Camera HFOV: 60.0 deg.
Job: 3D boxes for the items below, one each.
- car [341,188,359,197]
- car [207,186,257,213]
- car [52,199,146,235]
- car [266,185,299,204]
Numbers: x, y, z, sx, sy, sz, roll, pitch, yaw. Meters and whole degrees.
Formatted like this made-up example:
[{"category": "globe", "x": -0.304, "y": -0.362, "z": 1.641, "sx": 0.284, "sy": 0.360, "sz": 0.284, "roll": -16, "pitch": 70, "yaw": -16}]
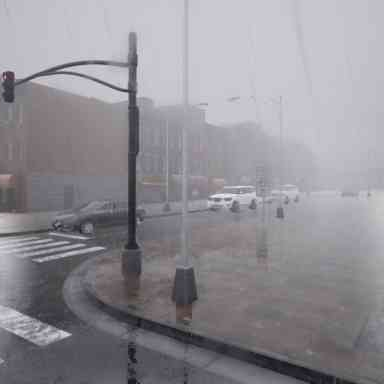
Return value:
[{"category": "car", "x": 24.995, "y": 0.089, "z": 52.520, "sx": 2.033, "sy": 1.411, "sz": 5.357, "roll": 0, "pitch": 2, "yaw": 35}, {"category": "car", "x": 3.452, "y": 0.512, "z": 27.408, "sx": 2.150, "sy": 2.045, "sz": 5.566, "roll": 0, "pitch": 1, "yaw": 35}, {"category": "car", "x": -4.467, "y": 1.141, "z": 16.560, "sx": 1.837, "sy": 1.490, "sz": 4.892, "roll": 1, "pitch": 2, "yaw": 39}, {"category": "car", "x": 10.097, "y": 0.228, "z": 36.699, "sx": 2.150, "sy": 2.045, "sz": 5.566, "roll": 0, "pitch": 2, "yaw": 35}]
